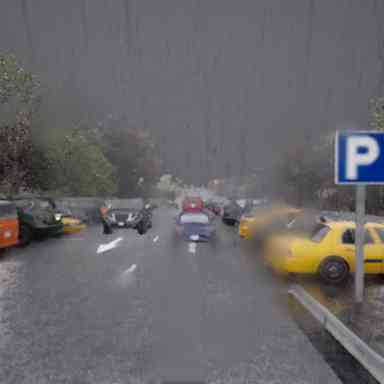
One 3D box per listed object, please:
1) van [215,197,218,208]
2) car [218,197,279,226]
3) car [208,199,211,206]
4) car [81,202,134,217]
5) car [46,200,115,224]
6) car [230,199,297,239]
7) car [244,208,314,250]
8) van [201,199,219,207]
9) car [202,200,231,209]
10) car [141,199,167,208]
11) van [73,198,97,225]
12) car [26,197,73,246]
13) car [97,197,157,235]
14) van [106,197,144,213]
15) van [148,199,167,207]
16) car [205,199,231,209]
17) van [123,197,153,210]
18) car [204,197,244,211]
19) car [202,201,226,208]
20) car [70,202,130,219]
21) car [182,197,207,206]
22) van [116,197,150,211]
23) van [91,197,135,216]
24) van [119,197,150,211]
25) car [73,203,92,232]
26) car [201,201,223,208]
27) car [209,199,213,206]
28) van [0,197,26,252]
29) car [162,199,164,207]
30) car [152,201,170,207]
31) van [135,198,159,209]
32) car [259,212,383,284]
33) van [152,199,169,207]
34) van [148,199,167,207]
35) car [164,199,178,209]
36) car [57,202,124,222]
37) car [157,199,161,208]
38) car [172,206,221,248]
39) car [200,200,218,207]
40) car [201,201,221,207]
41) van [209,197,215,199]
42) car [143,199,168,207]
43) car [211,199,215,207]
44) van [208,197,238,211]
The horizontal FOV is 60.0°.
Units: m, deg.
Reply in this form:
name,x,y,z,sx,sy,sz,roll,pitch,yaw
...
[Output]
name,x,y,z,sx,sy,sz,roll,pitch,yaw
van,4.422,1.444,28.270,4.442,1.987,1.878,0,-1,0
car,4.567,1.308,19.943,5.566,2.045,2.435,0,-1,0
car,4.536,1.857,39.371,4.674,1.452,2.002,0,-1,0
car,-8.535,1.753,34.000,4.892,1.521,2.231,0,-1,0
car,-8.509,1.516,25.691,4.553,1.767,2.185,0,-1,0
car,4.508,1.400,17.170,4.553,1.767,2.185,0,-1,0
car,4.534,1.476,11.620,4.892,1.521,2.231,0,0,0
van,4.421,2.774,83.761,4.442,1.987,1.878,0,-2,0
car,4.724,2.427,64.329,5.366,1.575,1.946,0,-2,0
car,-8.514,2.513,75.528,5.566,2.045,2.435,0,-2,0
van,-8.658,1.379,22.923,4.442,1.987,1.878,0,-1,0
car,-8.568,1.251,14.616,5.566,2.045,2.435,0,0,0
car,-3.601,1.301,19.668,2.150,2.045,5.566,0,-1,0
van,-8.424,1.636,42.312,4.442,1.987,1.878,0,-1,0
van,-8.658,2.782,83.833,4.442,1.987,1.878,0,-2,0
car,4.570,2.142,58.783,4.553,1.767,2.185,0,-2,0
van,-8.658,1.885,53.249,4.442,1.987,1.878,0,-2,0
car,4.510,1.691,47.687,5.566,2.045,2.435,0,-2,0
car,4.532,2.594,69.879,4.892,1.521,2.231,0,-2,0
car,-8.536,1.715,31.230,5.008,1.535,2.097,0,-1,0
car,0.099,1.500,34.820,2.150,2.045,5.566,0,-1,0
van,-8.425,1.722,47.703,4.442,1.987,1.878,0,-1,0
van,-8.658,1.562,36.773,4.442,1.987,1.878,0,-1,0
van,-8.658,1.807,50.605,4.442,1.987,1.878,0,-2,0
car,-8.356,1.530,17.382,5.366,1.575,1.946,0,-1,0
car,4.567,2.785,75.428,4.792,1.488,2.163,0,-2,0
car,4.569,1.810,36.594,4.792,1.488,2.163,0,-1,0
van,-8.658,1.255,11.724,4.442,1.987,1.878,0,0,0
car,-8.536,2.601,69.981,5.008,1.535,2.097,0,-2,0
car,-8.571,3.289,92.129,4.792,1.488,2.163,0,-2,0
van,-8.658,2.210,64.325,4.442,1.987,1.878,0,-2,0
car,4.725,1.459,8.851,5.366,1.575,1.946,0,0,0
van,-8.434,2.948,89.387,4.442,1.987,1.878,0,-2,0
van,-8.425,2.701,81.064,4.442,1.987,1.878,0,-2,0
car,-3.529,2.373,61.097,2.033,1.411,5.357,0,-3,0
car,-8.536,1.676,28.335,5.008,1.535,2.097,0,-1,0
car,-8.513,1.941,56.019,5.566,2.045,2.435,0,-2,0
car,0.098,1.548,14.756,1.812,1.442,4.674,0,-1,0
car,4.507,3.040,89.305,4.553,1.767,2.185,0,-2,0
car,4.567,2.948,80.978,4.792,1.488,2.163,0,-2,0
van,4.655,1.628,42.150,4.442,1.987,1.878,0,-1,0
car,-8.514,2.594,78.297,5.566,2.045,2.435,0,-2,0
car,4.534,1.706,31.044,5.008,1.535,2.097,0,-1,0
van,4.655,1.797,50.461,4.442,1.987,1.878,0,-2,0
